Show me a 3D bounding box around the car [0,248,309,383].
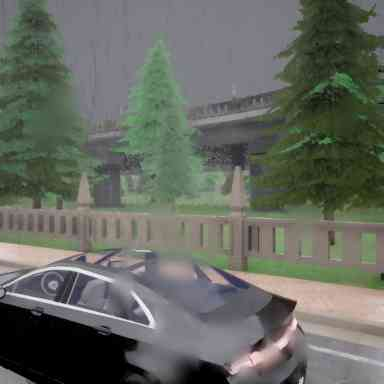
[{"bbox_3d":[-1.117,1.492,4.203,4.902,1.511,2.128,0,0,33],"label":"car"}]
